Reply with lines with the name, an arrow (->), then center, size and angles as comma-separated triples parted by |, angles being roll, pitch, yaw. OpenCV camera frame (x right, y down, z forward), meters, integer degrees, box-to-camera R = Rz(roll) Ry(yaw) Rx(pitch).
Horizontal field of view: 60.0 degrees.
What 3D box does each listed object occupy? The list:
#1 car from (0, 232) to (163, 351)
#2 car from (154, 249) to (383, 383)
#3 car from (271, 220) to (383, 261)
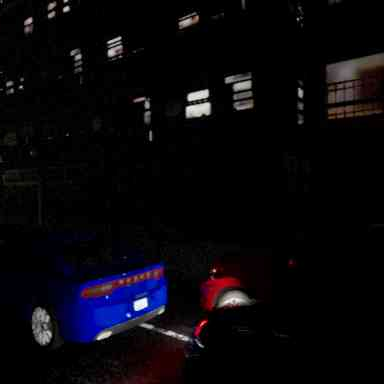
car -> -2.766, 1.507, 6.348 | 5.008, 1.535, 1.882 | 0, 0, 36
car -> 2.071, 1.543, 2.789 | 4.674, 1.442, 1.812 | 0, 0, 35
car -> 2.522, 1.342, 4.755 | 5.009, 1.841, 2.192 | 0, -1, 36
